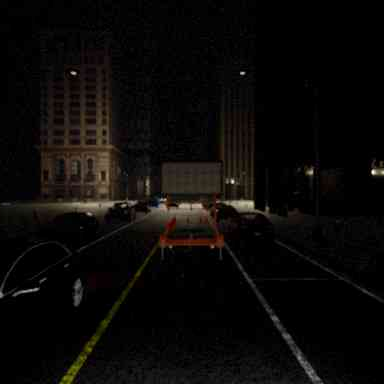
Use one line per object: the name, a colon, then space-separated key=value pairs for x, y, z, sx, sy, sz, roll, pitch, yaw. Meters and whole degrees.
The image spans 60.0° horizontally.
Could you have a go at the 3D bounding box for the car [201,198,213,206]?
car: x=2.674 y=1.851 z=61.256 sx=2.008 sy=1.369 sz=4.403 roll=0 pitch=0 yaw=0

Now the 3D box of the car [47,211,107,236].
car: x=-5.787 y=1.652 z=16.115 sx=1.947 sy=1.339 sz=4.313 roll=0 pitch=0 yaw=0

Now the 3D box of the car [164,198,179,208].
car: x=-3.104 y=1.748 z=54.631 sx=1.882 sy=1.535 sz=5.008 roll=0 pitch=-1 yaw=0

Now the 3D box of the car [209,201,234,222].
car: x=2.722 y=1.695 z=27.411 sx=2.008 sy=1.369 sz=4.403 roll=0 pitch=0 yaw=0

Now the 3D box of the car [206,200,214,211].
car: x=2.714 y=1.738 z=33.052 sx=1.947 sy=1.339 sz=4.313 roll=0 pitch=0 yaw=0

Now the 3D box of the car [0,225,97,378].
car: x=-3.105 y=1.532 z=5.039 sx=1.837 sy=1.490 sz=4.892 roll=0 pitch=0 yaw=0

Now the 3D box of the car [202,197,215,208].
car: x=2.682 y=1.716 z=55.616 sx=1.967 sy=1.590 sz=4.097 roll=0 pitch=0 yaw=0

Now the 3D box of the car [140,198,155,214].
car: x=-5.819 y=1.764 z=38.679 sx=1.947 sy=1.339 sz=4.313 roll=0 pitch=0 yaw=0

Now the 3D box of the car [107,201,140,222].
car: x=-5.804 y=1.584 z=27.397 sx=1.967 sy=1.590 sz=4.097 roll=0 pitch=0 yaw=0

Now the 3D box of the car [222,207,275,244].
car: x=2.738 y=1.631 z=16.130 sx=1.887 sy=1.381 sz=4.507 roll=0 pitch=0 yaw=0

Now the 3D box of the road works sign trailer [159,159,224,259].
road works sign trailer: x=-0.017 y=0.533 z=12.867 sx=2.380 sy=3.560 sz=2.880 roll=0 pitch=0 yaw=0

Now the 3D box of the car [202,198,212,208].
car: x=2.698 y=1.751 z=44.503 sx=1.752 sy=1.417 sz=4.829 roll=0 pitch=0 yaw=0

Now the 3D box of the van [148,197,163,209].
van: x=-5.836 y=1.591 z=49.962 sx=1.690 sy=1.788 sz=3.998 roll=0 pitch=0 yaw=0
